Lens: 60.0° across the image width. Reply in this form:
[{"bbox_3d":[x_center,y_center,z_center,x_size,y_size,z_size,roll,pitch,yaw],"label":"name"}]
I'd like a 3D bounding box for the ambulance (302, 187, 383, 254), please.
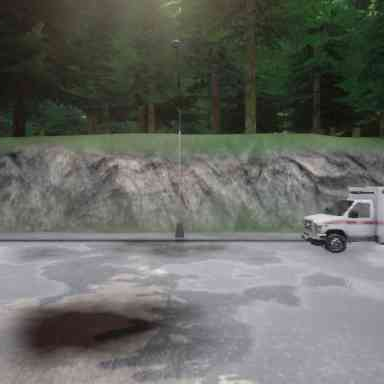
[{"bbox_3d":[7.624,1.028,12.906,6.366,2.431,2.351,0,0,0],"label":"ambulance"}]
